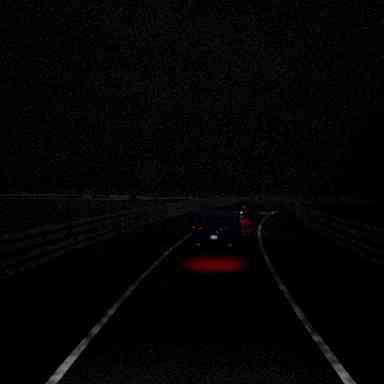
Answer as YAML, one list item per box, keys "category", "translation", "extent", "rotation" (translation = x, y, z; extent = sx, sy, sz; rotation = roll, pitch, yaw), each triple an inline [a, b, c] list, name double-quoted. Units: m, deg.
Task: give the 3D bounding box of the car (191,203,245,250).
- category: "car"
  translation: [1.173, 1.446, 14.314]
  extent: [1.882, 1.535, 5.008]
  rotation: [0, 0, 9]

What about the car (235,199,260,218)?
- category: "car"
  translation: [4.670, 1.340, 28.610]
  extent: [1.837, 1.490, 4.892]
  rotation: [-1, 0, 18]
